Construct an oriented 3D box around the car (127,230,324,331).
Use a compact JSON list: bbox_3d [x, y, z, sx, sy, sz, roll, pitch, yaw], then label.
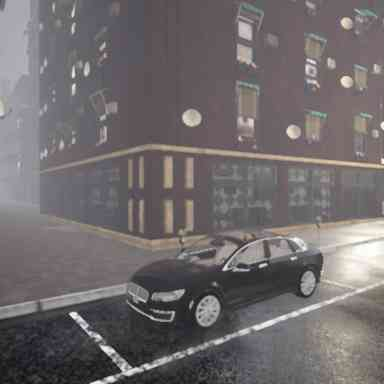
[{"bbox_3d":[0.867,1.490,6.666,4.403,1.369,2.008,-1,1,-35],"label":"car"}]
